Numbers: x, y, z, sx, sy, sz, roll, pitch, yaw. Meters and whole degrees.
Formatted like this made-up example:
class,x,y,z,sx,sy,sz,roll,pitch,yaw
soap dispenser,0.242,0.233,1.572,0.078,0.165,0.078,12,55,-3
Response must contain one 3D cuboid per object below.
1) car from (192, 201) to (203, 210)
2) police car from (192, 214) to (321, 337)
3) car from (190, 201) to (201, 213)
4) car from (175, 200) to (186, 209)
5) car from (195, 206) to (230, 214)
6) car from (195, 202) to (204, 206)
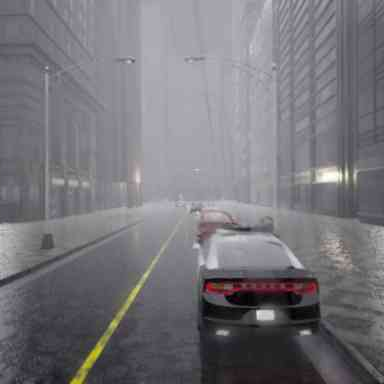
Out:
class,x,y,z,sx,sy,sz,roll,pitch,yaw
car,0.965,2.257,58.256,1.812,1.442,4.674,0,-1,1
police car,1.046,1.510,7.138,1.930,1.638,5.238,0,-1,1
car,0.762,2.162,44.803,1.895,1.301,4.718,0,-1,1
car,-2.024,2.249,58.978,2.128,1.511,4.902,0,-1,1
car,1.204,1.686,17.025,1.882,1.535,5.008,0,-1,1
car,1.303,1.741,23.215,1.801,1.575,5.366,0,-1,1
